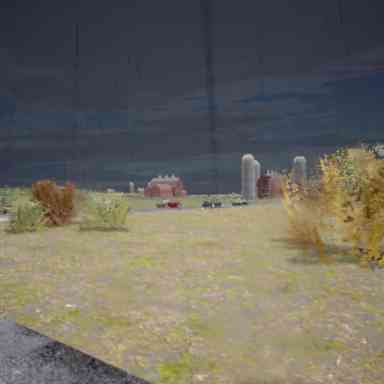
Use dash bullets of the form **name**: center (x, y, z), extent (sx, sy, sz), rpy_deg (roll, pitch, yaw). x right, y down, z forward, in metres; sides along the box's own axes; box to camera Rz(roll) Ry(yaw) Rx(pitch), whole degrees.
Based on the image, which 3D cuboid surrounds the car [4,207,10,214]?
- **car**: center (-16.782, 1.727, 35.199), extent (2.033, 1.411, 5.357), rpy_deg (-1, -1, 36)

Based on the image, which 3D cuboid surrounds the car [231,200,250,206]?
- **car**: center (9.583, 2.169, 65.666), extent (1.895, 1.301, 4.718), rpy_deg (-1, -1, 36)

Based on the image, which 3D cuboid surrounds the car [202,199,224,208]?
- **car**: center (3.626, 1.959, 57.338), extent (1.837, 1.490, 4.892), rpy_deg (-1, -1, 36)

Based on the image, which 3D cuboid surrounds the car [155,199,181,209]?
- **car**: center (-3.749, 1.901, 53.279), extent (1.882, 1.535, 5.008), rpy_deg (-1, -1, 36)
